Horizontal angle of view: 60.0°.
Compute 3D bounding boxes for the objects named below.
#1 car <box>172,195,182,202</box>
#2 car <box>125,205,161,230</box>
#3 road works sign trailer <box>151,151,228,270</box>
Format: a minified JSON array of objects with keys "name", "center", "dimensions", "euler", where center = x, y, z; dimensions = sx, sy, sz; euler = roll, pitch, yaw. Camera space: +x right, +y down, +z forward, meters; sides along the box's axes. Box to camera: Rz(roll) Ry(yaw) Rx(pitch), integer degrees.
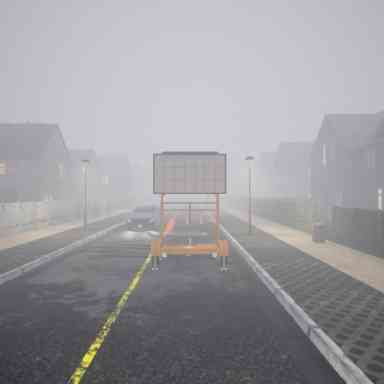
[{"name":"car","center":[-3.277,1.669,74.052],"dimensions":[2.097,1.767,4.553],"euler":[0,-1,0]},{"name":"car","center":[-3.003,1.566,21.740],"dimensions":[2.033,1.411,5.357],"euler":[0,0,0]},{"name":"road works sign trailer","center":[-0.070,0.467,11.009],"dimensions":[2.380,3.560,2.880],"euler":[0,0,0]}]
